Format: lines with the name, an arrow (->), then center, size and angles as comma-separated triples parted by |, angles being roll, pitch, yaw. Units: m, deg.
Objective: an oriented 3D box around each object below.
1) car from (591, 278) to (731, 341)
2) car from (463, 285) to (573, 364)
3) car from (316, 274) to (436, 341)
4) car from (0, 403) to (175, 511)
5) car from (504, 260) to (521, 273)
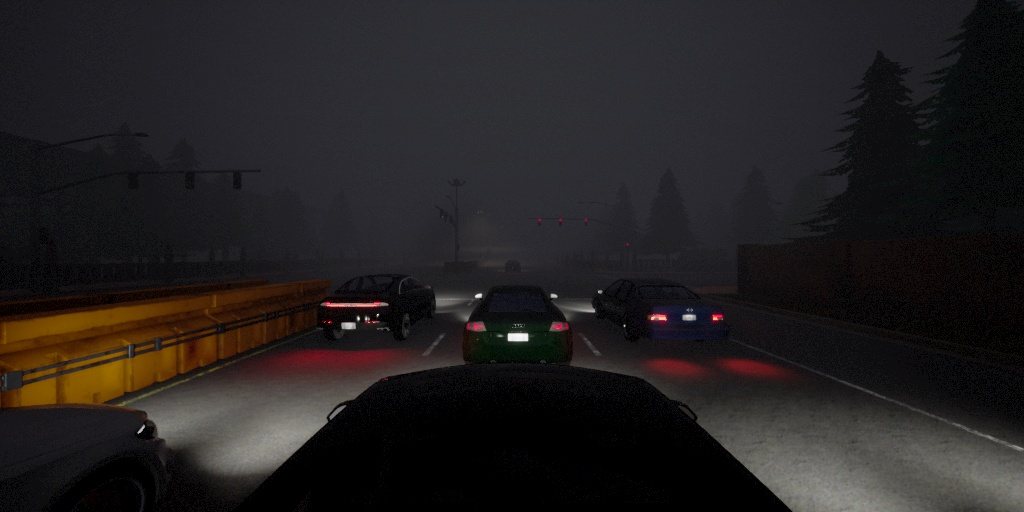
car -> 3.600, 1.297, 9.793 | 2.033, 1.411, 5.357 | 0, 0, 0
car -> 0.099, 1.314, 7.936 | 1.994, 1.385, 4.181 | 0, 0, 0
car -> -3.400, 1.241, 9.887 | 2.128, 1.511, 4.902 | 0, 0, 0
car -> -3.403, 1.276, 0.651 | 1.812, 1.442, 4.674 | 0, 0, 0
car -> 0.100, 1.228, 44.219 | 1.882, 1.535, 5.008 | 0, 0, 0
